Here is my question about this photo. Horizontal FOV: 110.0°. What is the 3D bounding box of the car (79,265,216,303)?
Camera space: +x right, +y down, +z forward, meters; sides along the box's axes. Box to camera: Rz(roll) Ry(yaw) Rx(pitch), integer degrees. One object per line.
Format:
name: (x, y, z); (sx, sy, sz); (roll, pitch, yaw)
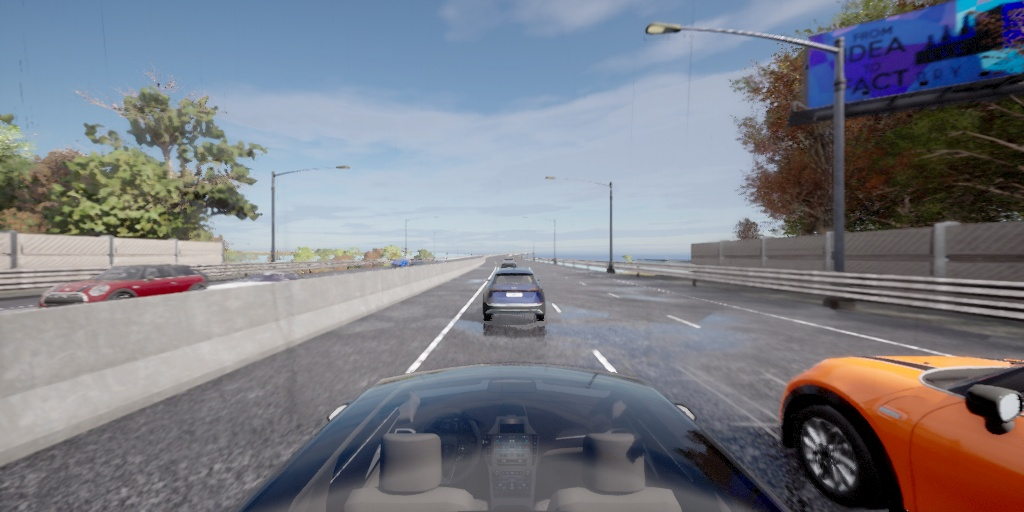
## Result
car: (-17.684, 1.256, 17.846); (1.837, 1.490, 4.892); (0, 0, -1)

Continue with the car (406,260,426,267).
car: (-14.925, 1.283, 56.857); (1.994, 1.385, 4.181); (0, 0, -1)

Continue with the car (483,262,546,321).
car: (0.056, 1.178, 12.529); (2.033, 1.649, 4.856); (0, 0, 0)

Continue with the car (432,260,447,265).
car: (-11.435, 1.319, 57.132); (1.895, 1.301, 4.718); (0, 0, -1)

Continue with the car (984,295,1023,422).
car: (7.092, 1.253, 2.241); (1.837, 1.490, 4.892); (0, 0, 0)

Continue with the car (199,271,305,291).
car: (-10.665, 1.351, 15.738); (1.895, 1.301, 4.718); (0, 0, 0)

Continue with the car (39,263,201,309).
car: (-14.150, 1.104, 13.472); (2.097, 1.767, 4.553); (0, 0, 0)

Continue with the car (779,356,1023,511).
car: (3.592, 1.102, 1.520); (2.097, 1.767, 4.553); (0, 0, 0)

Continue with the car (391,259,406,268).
car: (-18.493, 1.195, 59.446); (1.882, 1.535, 5.008); (0, 0, -1)

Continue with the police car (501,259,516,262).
police car: (-0.414, 1.154, 43.782); (1.930, 1.638, 5.238); (0, 0, -1)
